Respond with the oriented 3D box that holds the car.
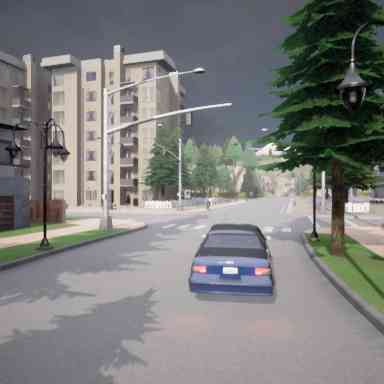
[{"bbox_3d":[1.137,1.546,8.833,2.033,1.411,5.357,0,0,9],"label":"car"}]
